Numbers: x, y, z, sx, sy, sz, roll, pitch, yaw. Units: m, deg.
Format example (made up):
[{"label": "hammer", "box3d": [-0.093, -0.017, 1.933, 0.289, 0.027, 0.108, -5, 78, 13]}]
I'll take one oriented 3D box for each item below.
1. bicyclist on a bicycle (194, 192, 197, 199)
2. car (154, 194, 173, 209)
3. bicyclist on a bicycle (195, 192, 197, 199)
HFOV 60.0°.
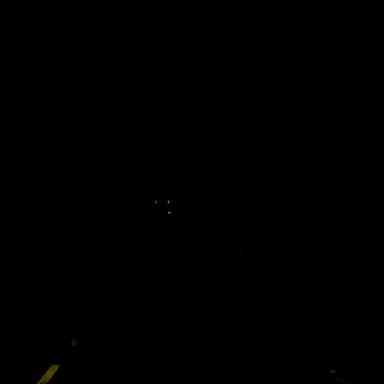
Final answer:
[{"label": "bicyclist on a bicycle", "box3d": [0.973, 0.930, 87.225, 0.659, 1.776, 1.843, 0, 0, 0]}, {"label": "car", "box3d": [-3.584, 1.167, 41.835, 2.097, 1.767, 4.553, 0, 0, 0]}, {"label": "bicyclist on a bicycle", "box3d": [0.972, 0.957, 78.222, 0.659, 1.776, 1.843, 0, 0, 0]}]
